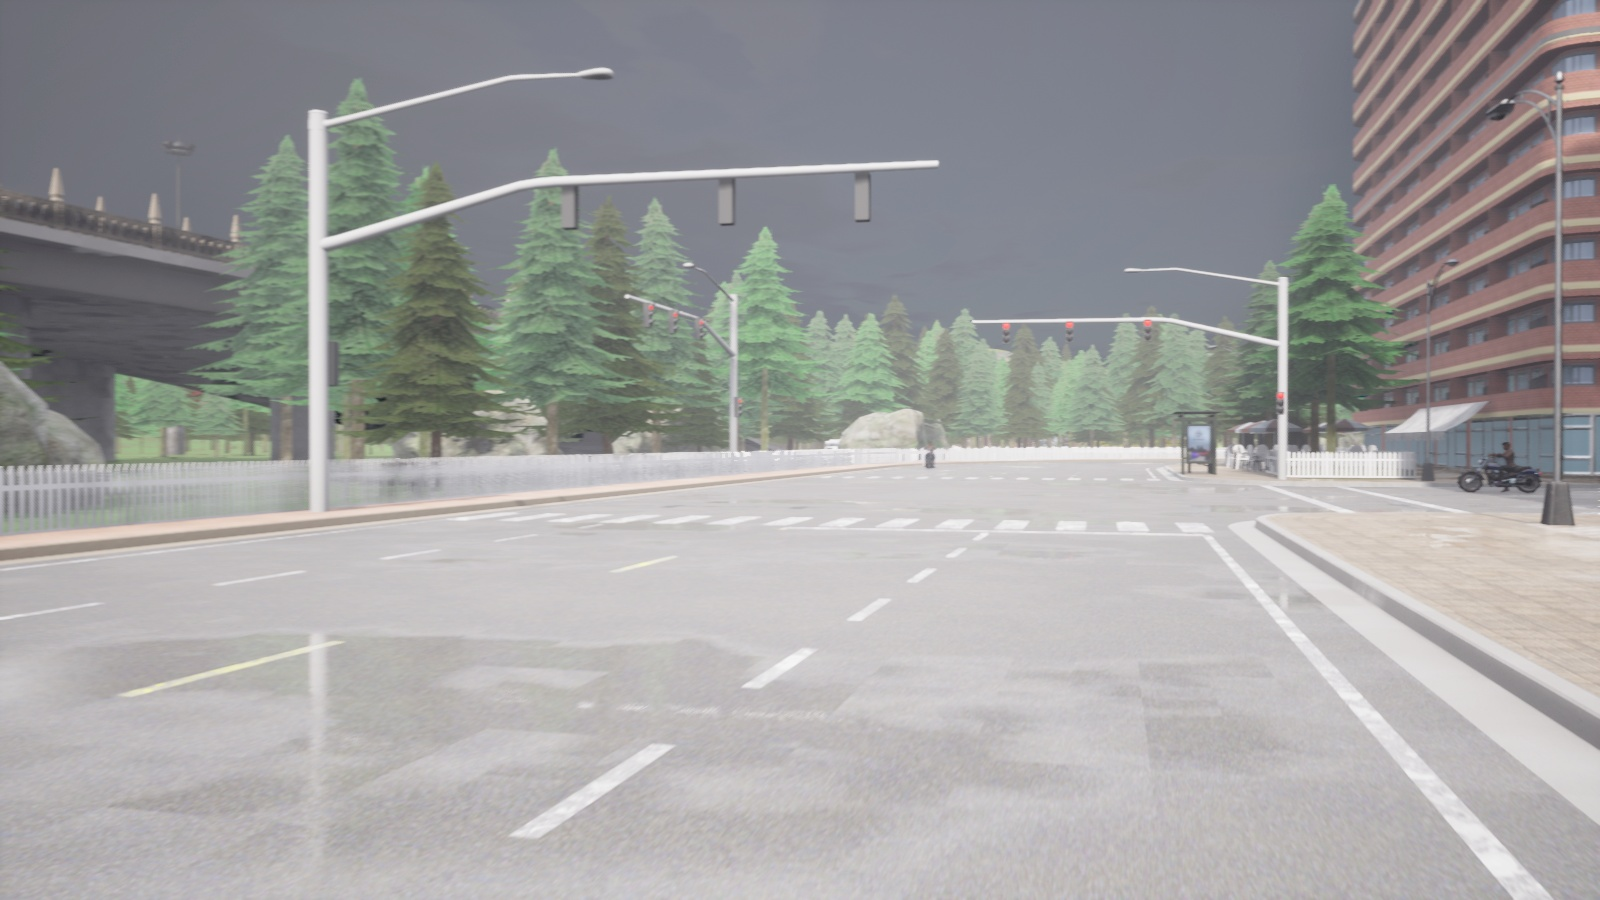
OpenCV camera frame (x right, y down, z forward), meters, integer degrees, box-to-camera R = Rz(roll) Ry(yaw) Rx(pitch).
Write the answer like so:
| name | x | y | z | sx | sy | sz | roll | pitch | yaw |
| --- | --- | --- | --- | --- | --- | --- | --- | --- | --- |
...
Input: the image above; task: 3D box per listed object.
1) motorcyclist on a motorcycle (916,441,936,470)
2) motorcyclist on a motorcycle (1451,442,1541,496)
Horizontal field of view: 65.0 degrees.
| name | x | y | z | sx | sy | sz | roll | pitch | yaw |
| --- | --- | --- | --- | --- | --- | --- | --- | --- | --- |
| motorcyclist on a motorcycle | 7.333 | 0.299 | 73.152 | 0.766 | 1.649 | 2.350 | 0 | 1 | 15 |
| motorcyclist on a motorcycle | 21.758 | 0.582 | 39.311 | 2.350 | 1.649 | 0.766 | 0 | 0 | 14 |
